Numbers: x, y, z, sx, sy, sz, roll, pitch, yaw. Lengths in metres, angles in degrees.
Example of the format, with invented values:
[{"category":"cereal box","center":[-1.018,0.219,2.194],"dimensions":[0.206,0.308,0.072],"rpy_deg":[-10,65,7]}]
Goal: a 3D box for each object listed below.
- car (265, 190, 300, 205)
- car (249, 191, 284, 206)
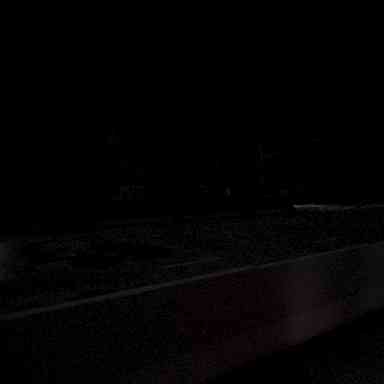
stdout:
[{"category":"car","center":[12.090,0.704,45.936],"dimensions":[2.150,2.045,5.566],"rpy_deg":[-1,1,-39]},{"category":"car","center":[9.240,1.012,43.998],"dimensions":[1.882,1.535,5.008],"rpy_deg":[-1,1,-35]}]
